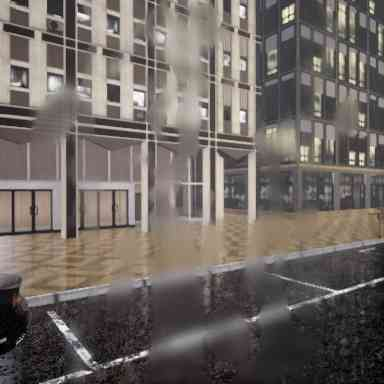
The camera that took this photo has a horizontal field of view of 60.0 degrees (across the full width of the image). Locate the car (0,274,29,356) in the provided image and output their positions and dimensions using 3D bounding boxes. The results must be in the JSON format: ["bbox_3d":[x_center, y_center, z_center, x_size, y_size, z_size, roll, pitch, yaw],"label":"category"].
[{"bbox_3d":[-4.209,1.551,3.564,4.403,1.369,2.008,0,0,-35],"label":"car"}]
